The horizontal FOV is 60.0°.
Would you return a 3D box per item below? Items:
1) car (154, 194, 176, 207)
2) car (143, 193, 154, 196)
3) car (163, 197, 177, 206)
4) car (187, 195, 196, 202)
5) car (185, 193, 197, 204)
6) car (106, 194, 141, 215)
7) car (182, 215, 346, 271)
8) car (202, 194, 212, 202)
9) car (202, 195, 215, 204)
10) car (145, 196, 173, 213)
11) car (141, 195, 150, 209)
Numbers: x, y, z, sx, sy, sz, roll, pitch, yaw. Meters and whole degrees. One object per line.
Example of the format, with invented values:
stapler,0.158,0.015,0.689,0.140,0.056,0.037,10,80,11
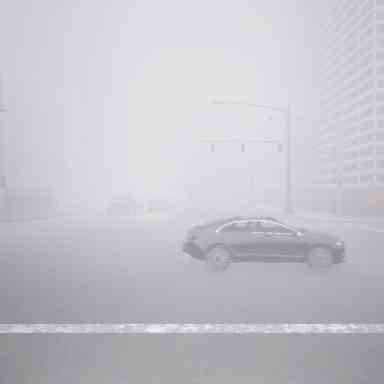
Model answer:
car,-3.695,1.352,46.690,2.097,1.767,4.553,0,0,0
car,-7.206,1.221,55.326,2.150,2.045,5.566,0,0,0
car,-3.707,1.564,56.503,1.994,1.385,4.181,0,0,0
car,-0.158,1.382,74.441,1.994,1.385,4.181,0,0,0
car,-0.135,1.221,63.770,2.150,2.045,5.566,0,0,0
car,-7.156,1.221,34.551,2.150,2.045,5.566,0,0,2
car,2.126,1.491,10.259,4.902,1.511,2.128,0,0,0
car,3.345,1.355,74.593,2.097,1.767,4.553,0,0,0
car,3.459,1.526,64.690,1.812,1.442,4.674,0,0,0
car,-3.680,1.491,37.473,2.128,1.511,4.902,0,0,0
car,-7.195,1.547,44.802,2.033,1.411,5.357,0,0,0
